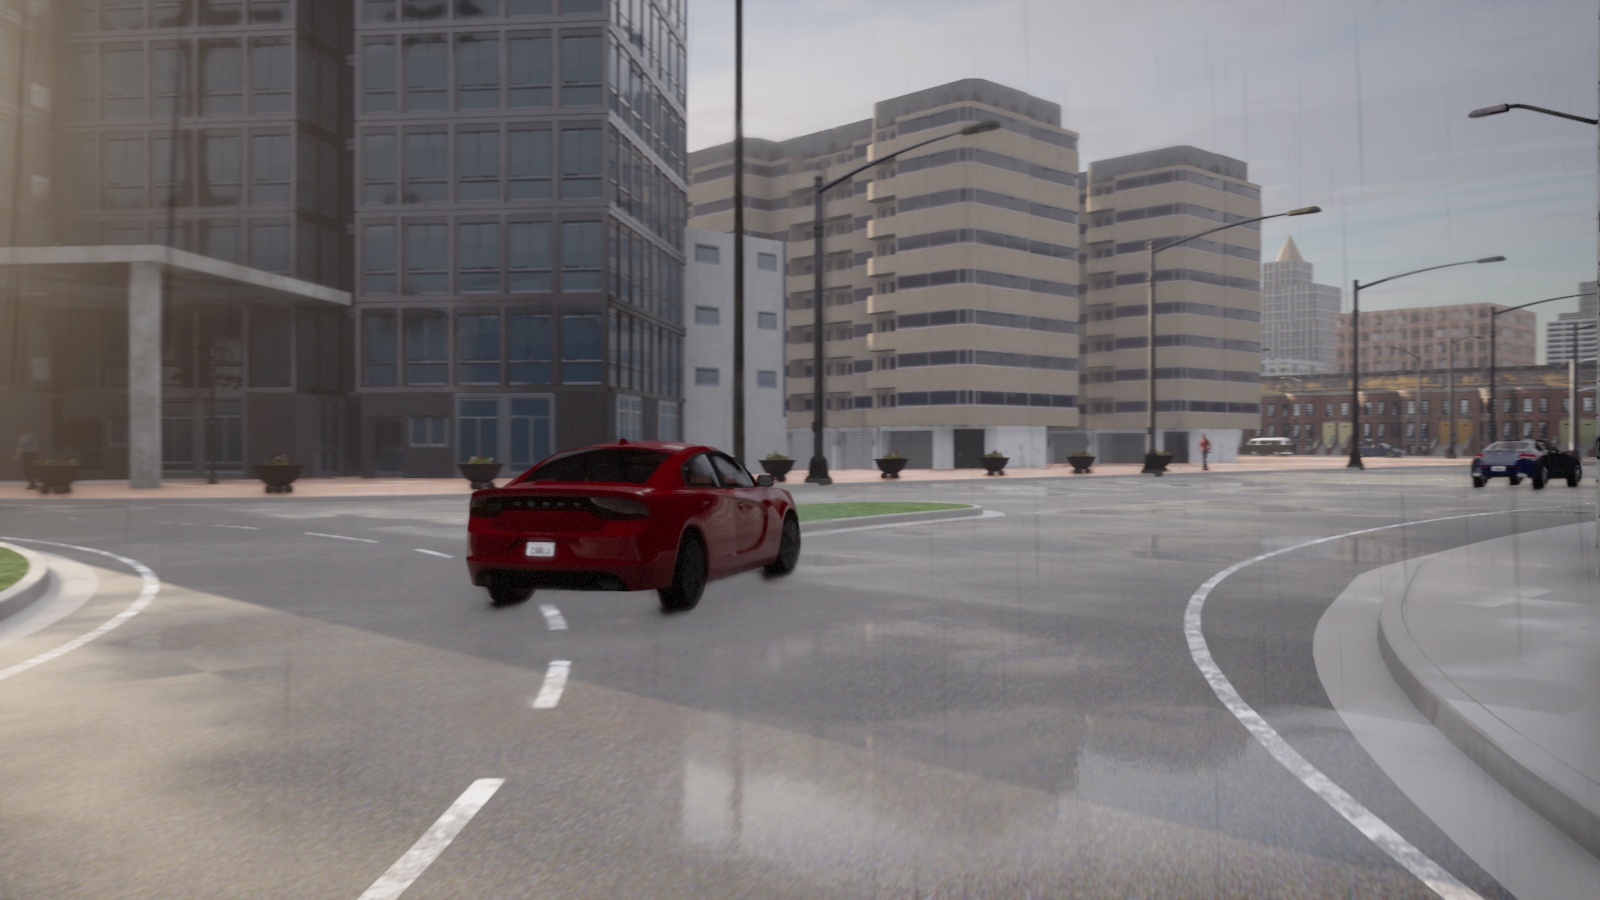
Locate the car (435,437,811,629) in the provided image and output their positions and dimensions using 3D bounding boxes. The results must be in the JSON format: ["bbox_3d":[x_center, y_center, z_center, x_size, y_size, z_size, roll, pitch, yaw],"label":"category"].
[{"bbox_3d":[-1.463,0.649,12.689,1.882,1.535,5.008,0,0,16],"label":"car"}]

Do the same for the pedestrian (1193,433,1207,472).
[{"bbox_3d":[18.981,0.097,59.598,0.636,1.846,0.331,0,0,-44],"label":"pedestrian"}]

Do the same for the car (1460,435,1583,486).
[{"bbox_3d":[24.560,0.327,42.669,5.027,1.651,2.152,0,0,-42],"label":"car"}]

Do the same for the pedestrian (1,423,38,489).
[{"bbox_3d":[-21.810,0.164,35.092,0.694,1.848,0.540,0,0,13],"label":"pedestrian"}]
